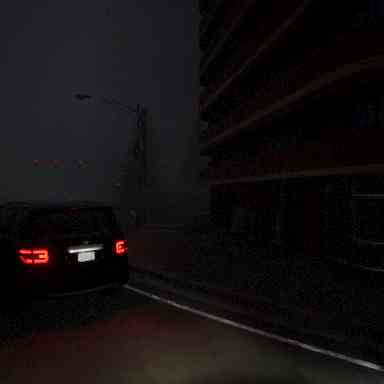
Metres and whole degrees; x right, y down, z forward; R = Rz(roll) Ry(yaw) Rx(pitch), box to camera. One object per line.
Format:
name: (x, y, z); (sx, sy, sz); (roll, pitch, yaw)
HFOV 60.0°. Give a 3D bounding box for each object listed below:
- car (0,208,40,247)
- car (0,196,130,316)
car: (-8.425, 1.564, 15.847); (1.994, 1.385, 4.181); (0, 0, -26)
car: (-3.554, 1.221, 7.879); (2.150, 2.045, 5.566); (0, 0, -40)
